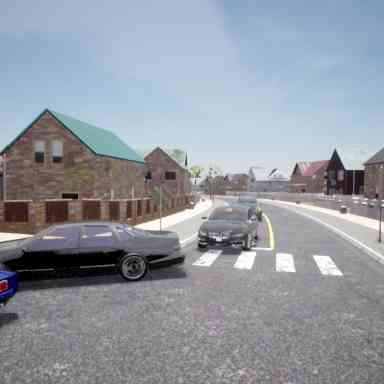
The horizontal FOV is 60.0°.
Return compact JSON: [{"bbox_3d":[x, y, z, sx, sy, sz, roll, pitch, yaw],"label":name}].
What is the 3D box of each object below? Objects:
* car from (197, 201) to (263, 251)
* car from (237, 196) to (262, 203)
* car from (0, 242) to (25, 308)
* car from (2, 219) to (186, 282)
[{"bbox_3d":[1.605,1.337,13.515,1.837,1.490,4.892,1,1,17],"label":"car"},{"bbox_3d":[4.005,1.106,24.238,2.097,1.767,4.553,1,0,10],"label":"car"},{"bbox_3d":[-5.476,1.586,5.565,4.718,1.301,1.895,0,1,17],"label":"car"},{"bbox_3d":[-2.877,1.434,8.380,5.357,1.411,2.033,-1,1,-14],"label":"car"}]
